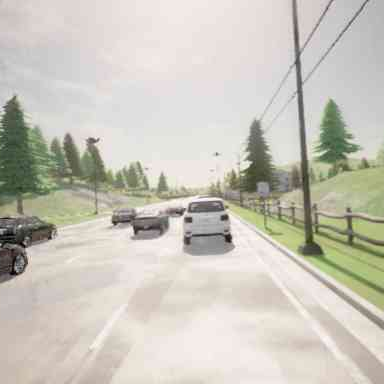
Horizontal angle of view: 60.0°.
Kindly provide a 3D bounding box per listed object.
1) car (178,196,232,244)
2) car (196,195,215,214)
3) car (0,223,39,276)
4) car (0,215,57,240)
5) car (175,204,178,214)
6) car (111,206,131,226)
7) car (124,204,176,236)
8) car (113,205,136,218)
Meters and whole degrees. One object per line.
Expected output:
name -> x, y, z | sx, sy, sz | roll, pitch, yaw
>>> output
car -> 0.735, 1.328, 16.819 | 2.150, 2.045, 5.566 | -4, -1, 2
car -> 1.709, 1.495, 41.731 | 2.150, 2.045, 5.566 | -4, -1, 2
car -> -6.535, 1.989, 9.276 | 1.837, 1.490, 4.892 | -4, 0, 2
car -> -9.654, 2.112, 19.131 | 2.097, 1.767, 4.553 | -4, -1, 2
car -> -1.900, 2.063, 38.249 | 1.895, 1.301, 4.718 | -4, 0, 2
car -> -5.736, 2.166, 29.684 | 2.033, 1.411, 5.357 | -4, 0, 2
car -> -2.557, 1.844, 21.590 | 2.128, 1.511, 4.902 | -4, 0, 2
car -> -8.697, 2.523, 43.280 | 1.895, 1.301, 4.718 | -4, -1, 2
